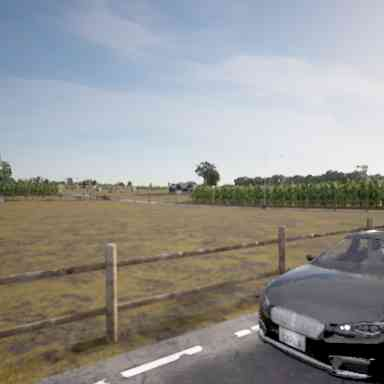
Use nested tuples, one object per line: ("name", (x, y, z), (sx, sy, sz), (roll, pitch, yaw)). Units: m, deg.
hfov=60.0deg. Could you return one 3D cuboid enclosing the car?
("car", (3.162, 1.421, 5.314), (4.902, 1.511, 2.128), (-1, 1, -35))
